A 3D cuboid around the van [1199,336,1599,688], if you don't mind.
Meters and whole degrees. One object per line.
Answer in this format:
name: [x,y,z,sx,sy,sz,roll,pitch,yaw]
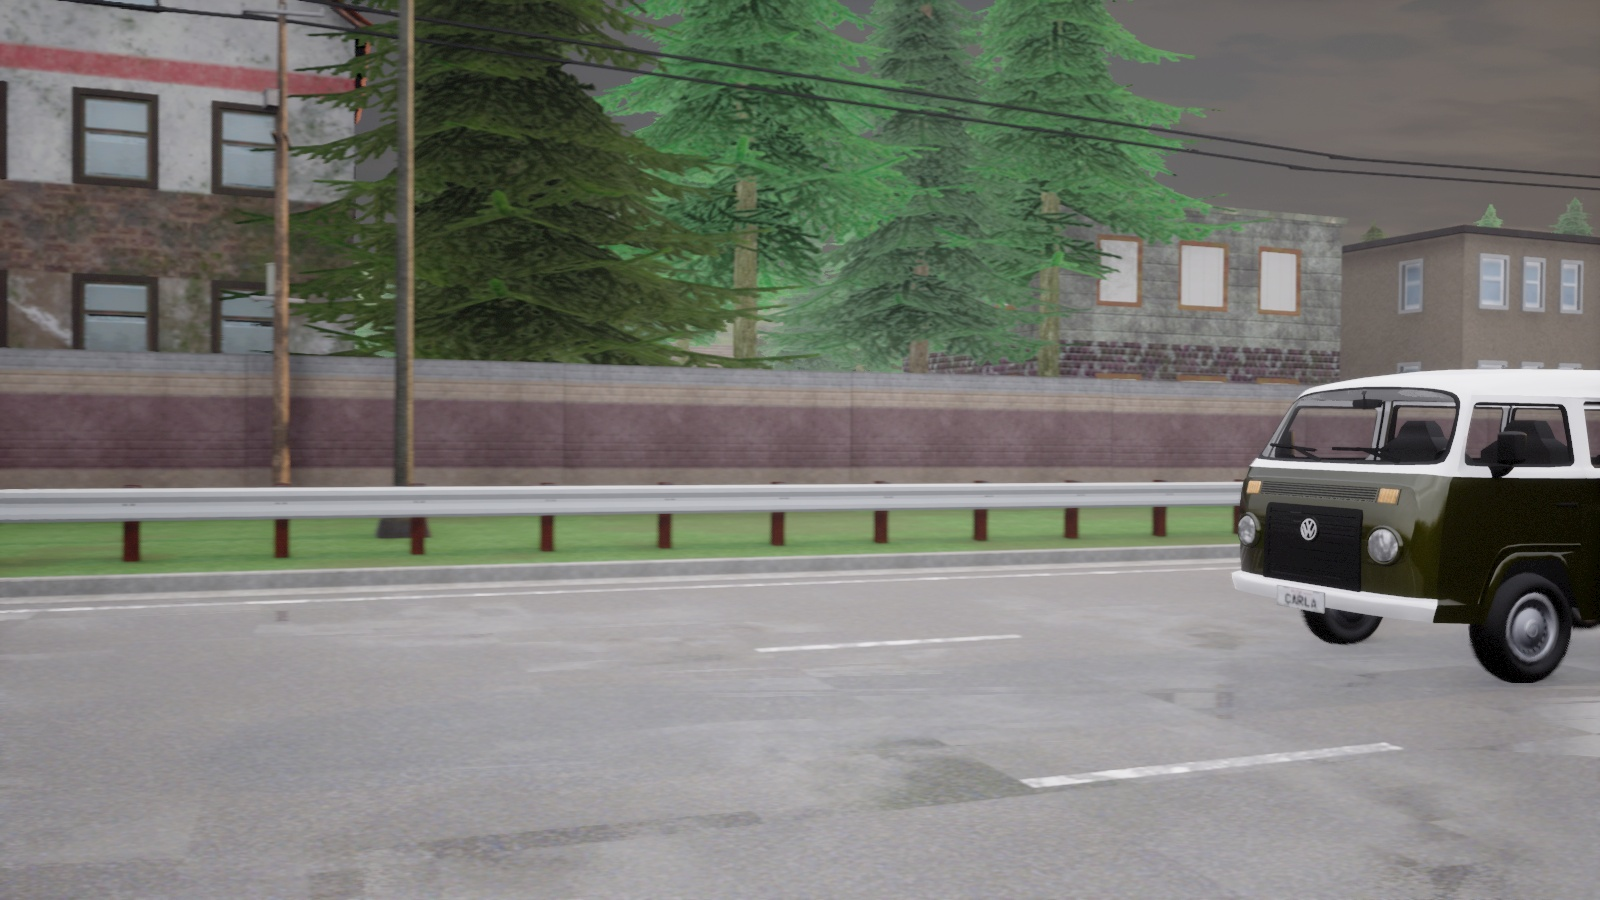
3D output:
van: [5.391,0.316,9.026,4.480,2.038,2.069,-1,1,-21]
